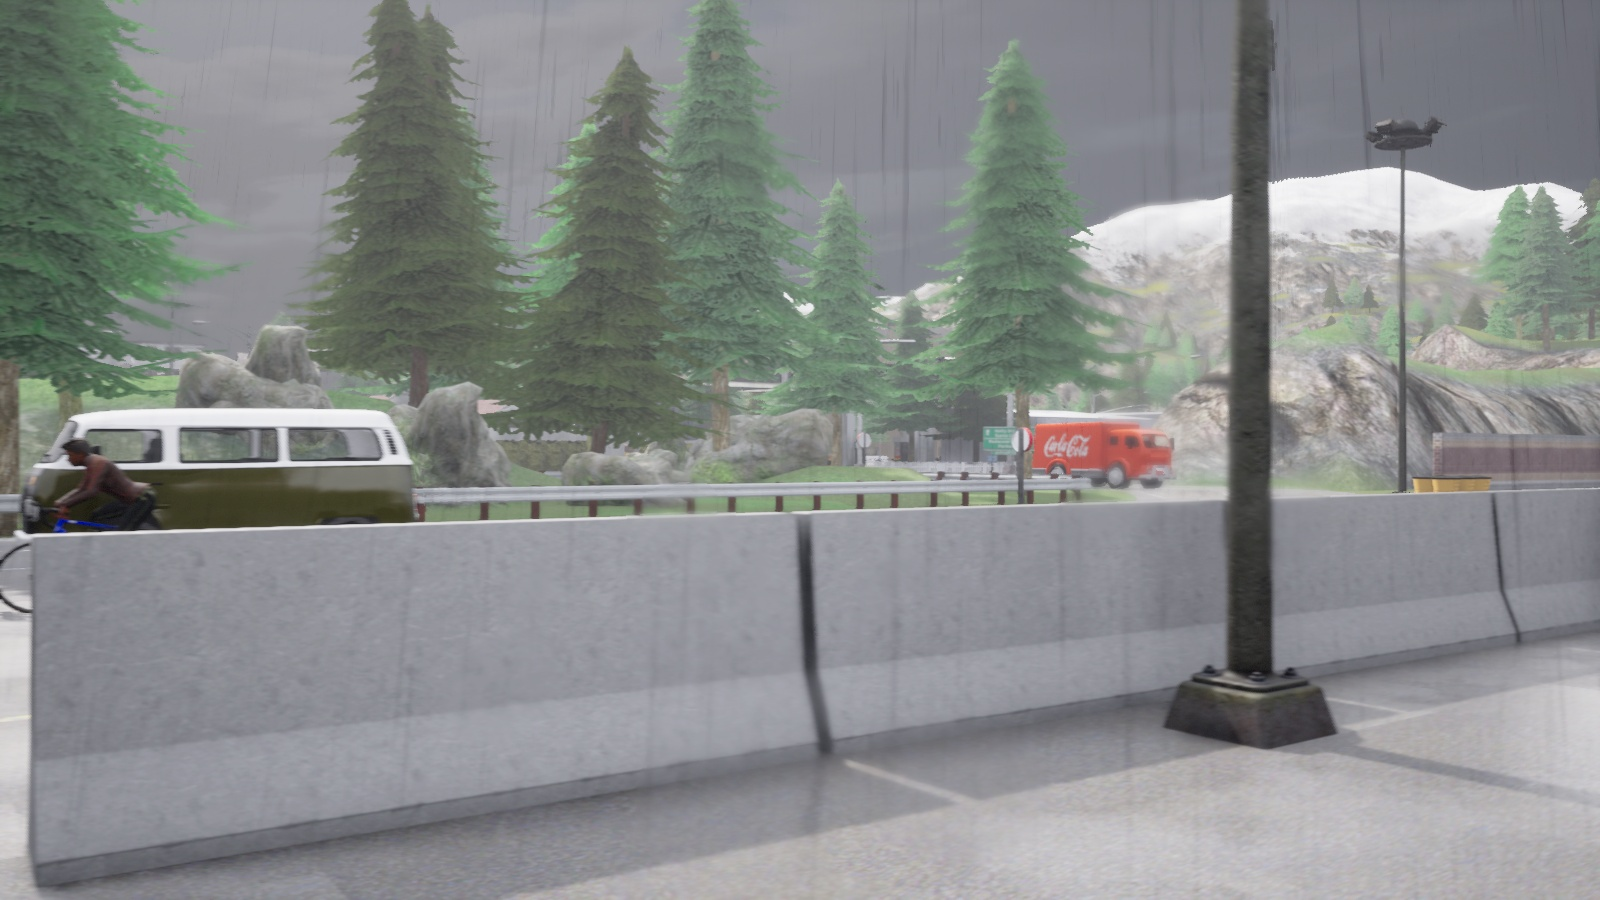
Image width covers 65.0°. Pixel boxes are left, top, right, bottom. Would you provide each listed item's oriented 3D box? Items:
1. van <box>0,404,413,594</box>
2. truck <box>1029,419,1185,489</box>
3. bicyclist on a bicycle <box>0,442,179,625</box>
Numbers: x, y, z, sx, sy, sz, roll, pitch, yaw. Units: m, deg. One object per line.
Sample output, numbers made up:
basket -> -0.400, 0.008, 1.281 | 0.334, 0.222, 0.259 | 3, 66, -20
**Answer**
van -> -7.373, 0.519, 15.585 | 4.480, 2.038, 2.069 | 0, 0, -35
truck -> 11.346, 0.153, 46.735 | 2.627, 2.467, 5.204 | 0, 0, -35
bicyclist on a bicycle -> -6.772, 0.741, 11.737 | 1.656, 1.620, 0.582 | 0, 0, -35
